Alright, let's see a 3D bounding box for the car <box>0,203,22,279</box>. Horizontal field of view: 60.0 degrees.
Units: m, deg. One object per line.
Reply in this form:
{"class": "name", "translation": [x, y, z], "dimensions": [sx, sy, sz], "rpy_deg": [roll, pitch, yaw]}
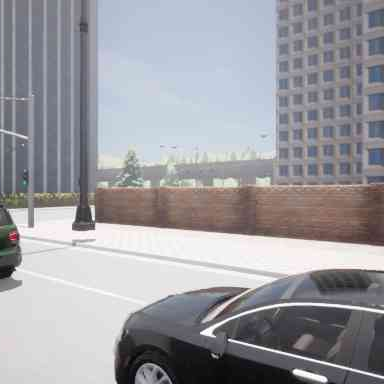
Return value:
{"class": "car", "translation": [-6.715, 1.221, 8.752], "dimensions": [5.566, 2.045, 2.150], "rpy_deg": [0, 0, 35]}

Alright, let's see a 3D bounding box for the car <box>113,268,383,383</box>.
{"class": "car", "translation": [1.368, 1.505, 3.016], "dimensions": [4.892, 1.490, 1.837], "rpy_deg": [0, 0, 35]}
